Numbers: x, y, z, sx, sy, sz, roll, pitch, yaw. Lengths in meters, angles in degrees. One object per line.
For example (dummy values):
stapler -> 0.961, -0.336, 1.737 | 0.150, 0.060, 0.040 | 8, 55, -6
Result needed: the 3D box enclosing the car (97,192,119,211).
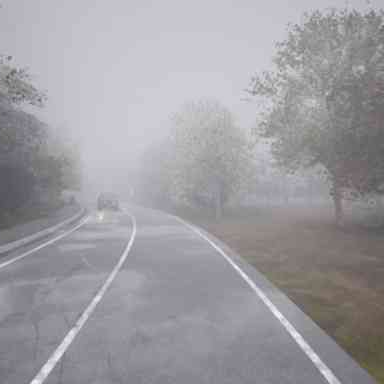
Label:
car -> -9.559, 1.052, 37.748 | 2.150, 2.045, 5.566 | 1, 0, -17
